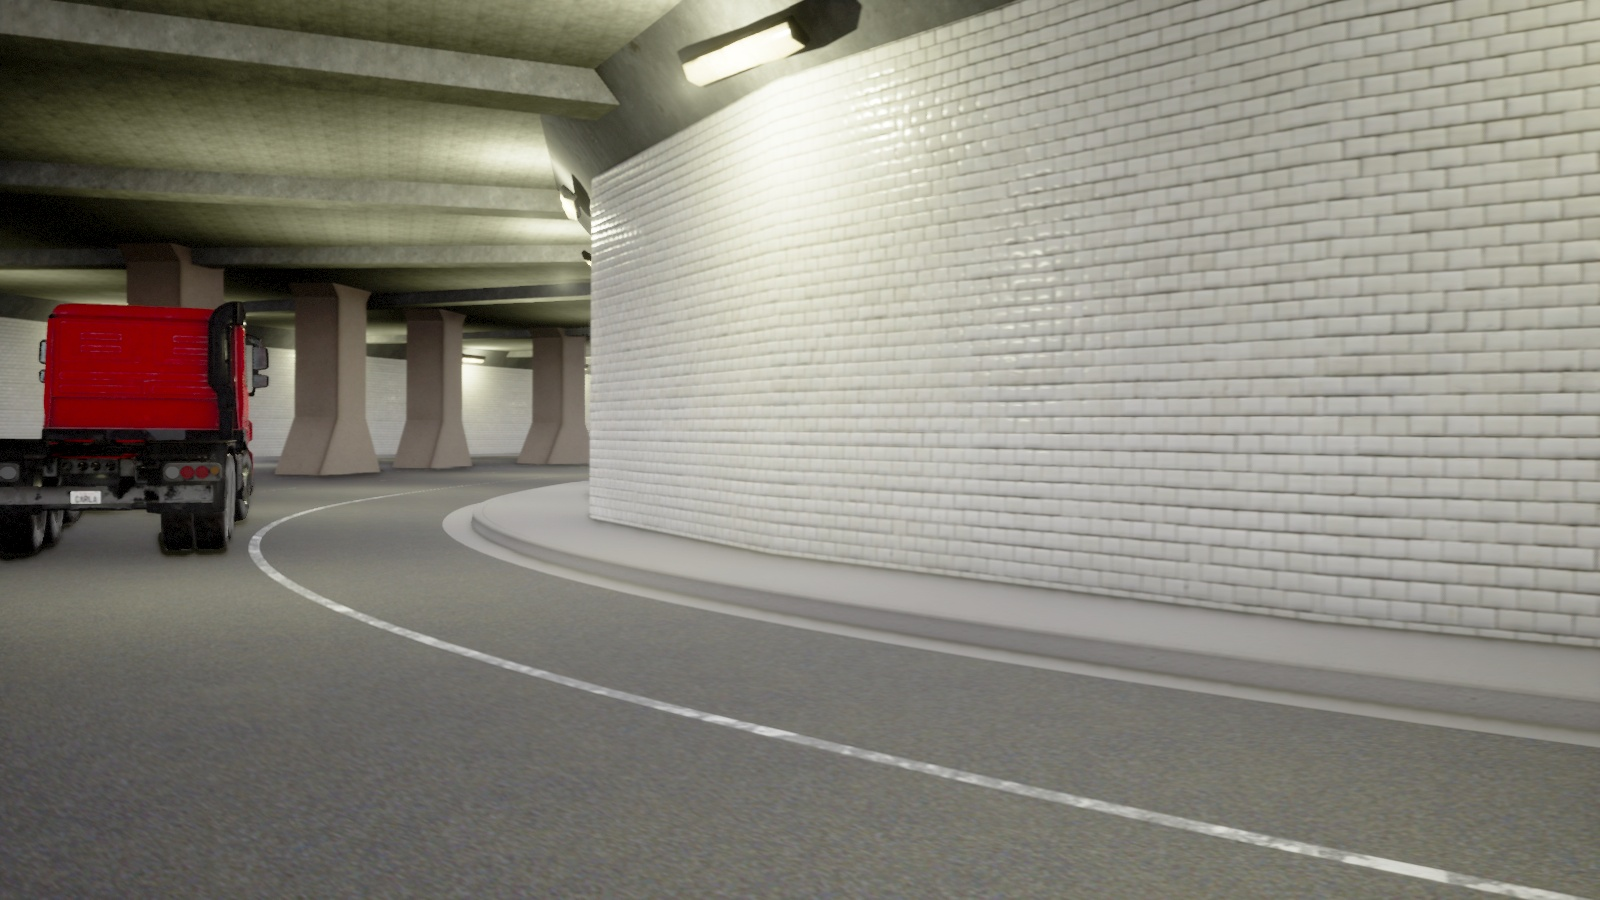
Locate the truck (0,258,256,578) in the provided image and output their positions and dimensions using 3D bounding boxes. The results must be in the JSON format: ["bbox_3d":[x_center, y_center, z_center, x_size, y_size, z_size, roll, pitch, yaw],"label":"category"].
[{"bbox_3d":[-9.363,-0.394,17.585,2.891,3.462,7.936,-1,1,-21],"label":"truck"}]
